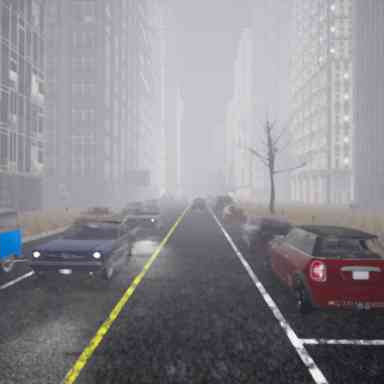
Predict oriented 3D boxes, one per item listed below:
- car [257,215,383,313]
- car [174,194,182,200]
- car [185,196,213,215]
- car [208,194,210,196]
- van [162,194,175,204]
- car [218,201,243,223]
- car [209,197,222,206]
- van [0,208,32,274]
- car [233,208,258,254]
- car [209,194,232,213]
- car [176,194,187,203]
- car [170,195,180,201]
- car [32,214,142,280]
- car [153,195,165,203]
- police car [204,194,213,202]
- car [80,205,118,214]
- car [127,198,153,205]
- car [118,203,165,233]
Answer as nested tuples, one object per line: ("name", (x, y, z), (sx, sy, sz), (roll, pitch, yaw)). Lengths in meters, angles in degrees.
("car", (2.934, 1.449, 7.646), (1.967, 1.590, 4.097), (1, 0, 1))
("car", (-3.899, 1.300, 93.150), (1.967, 1.590, 4.097), (1, 0, 1))
("car", (0.719, 1.453, 33.501), (2.128, 1.511, 4.902), (0, 0, 1))
("car", (3.481, 1.284, 41.774), (2.192, 1.841, 5.009), (1, 0, 1))
("van", (-4.564, 1.235, 59.021), (1.690, 1.788, 3.998), (1, 0, 1))
("car", (3.143, 1.570, 24.711), (1.802, 1.307, 4.206), (1, 0, 1))
("car", (3.704, 1.481, 53.320), (1.752, 1.417, 4.829), (1, 0, 1))
("van", (-5.686, 1.293, 7.834), (1.690, 1.788, 3.998), (1, 0, 1))
("car", (2.987, 1.568, 13.335), (1.947, 1.339, 4.313), (1, 0, 1))
("car", (3.370, 1.290, 36.086), (2.192, 1.841, 5.009), (1, 0, 1))
("car", (-1.690, 1.426, 68.905), (2.033, 1.411, 5.357), (0, 0, 1))
("car", (-4.123, 1.421, 81.774), (2.008, 1.369, 4.403), (1, 0, 1))
("car", (-2.939, 1.568, 10.041), (1.895, 1.301, 4.718), (0, 0, 1))
("car", (-4.901, 1.479, 41.958), (1.947, 1.339, 4.313), (1, 0, 1))
("police car", (3.822, 1.354, 76.274), (1.930, 1.638, 5.238), (0, 0, 1))
("car", (-5.355, 1.484, 19.207), (1.887, 1.381, 4.507), (1, 0, 1))
("car", (-5.124, 1.492, 30.581), (1.947, 1.339, 4.313), (1, 0, 1))
("car", (-2.742, 1.557, 19.633), (1.895, 1.301, 4.718), (0, 0, 1))
